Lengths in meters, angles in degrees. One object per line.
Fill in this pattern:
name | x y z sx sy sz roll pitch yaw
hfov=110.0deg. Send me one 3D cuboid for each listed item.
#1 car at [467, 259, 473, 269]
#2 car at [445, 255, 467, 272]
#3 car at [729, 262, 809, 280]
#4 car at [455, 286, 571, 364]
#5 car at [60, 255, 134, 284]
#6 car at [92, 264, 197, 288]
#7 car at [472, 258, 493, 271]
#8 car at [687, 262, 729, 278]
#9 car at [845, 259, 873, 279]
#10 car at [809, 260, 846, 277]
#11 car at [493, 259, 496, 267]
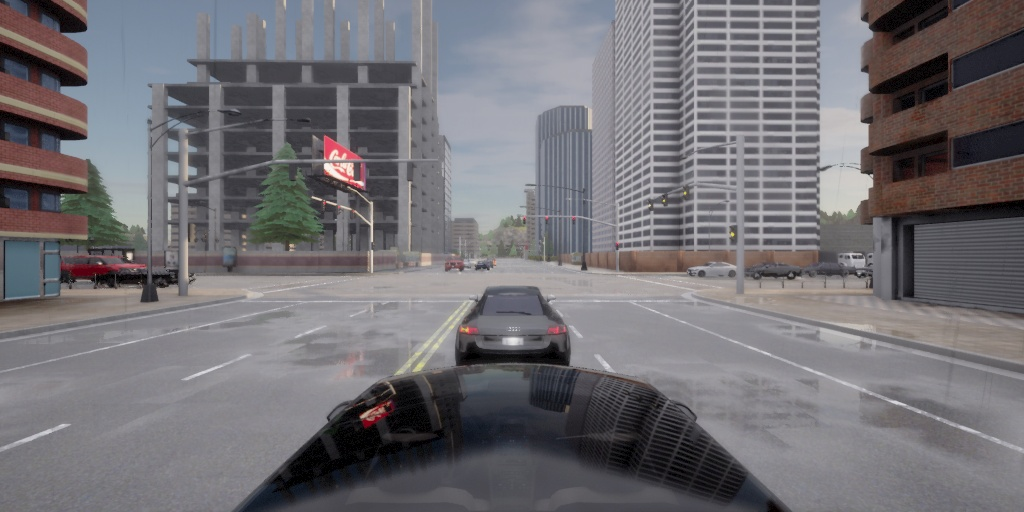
car | -7.605 1.275 57.265 1.812 1.442 4.674 0 0 0
car | -7.558 0.971 47.587 2.150 2.045 5.566 0 0 -4
car | 21.854 1.241 30.601 4.902 1.511 2.128 0 0 -1
car | 0.011 1.314 7.655 1.994 1.385 4.181 0 0 0
car | -29.671 0.971 26.139 5.566 2.045 2.150 0 0 -1
car | -23.003 1.351 22.738 4.718 1.301 1.895 0 0 -1
car | -4.048 1.351 50.038 1.895 1.301 4.718 0 0 -1
car | 19.089 1.276 34.042 4.674 1.442 1.812 0 0 -1
car | 32.227 1.241 30.739 4.902 1.511 2.128 0 0 -1
car | 29.671 1.297 34.210 5.357 1.411 2.033 0 0 -1
car | -4.122 1.314 59.963 1.994 1.385 4.181 0 0 0
